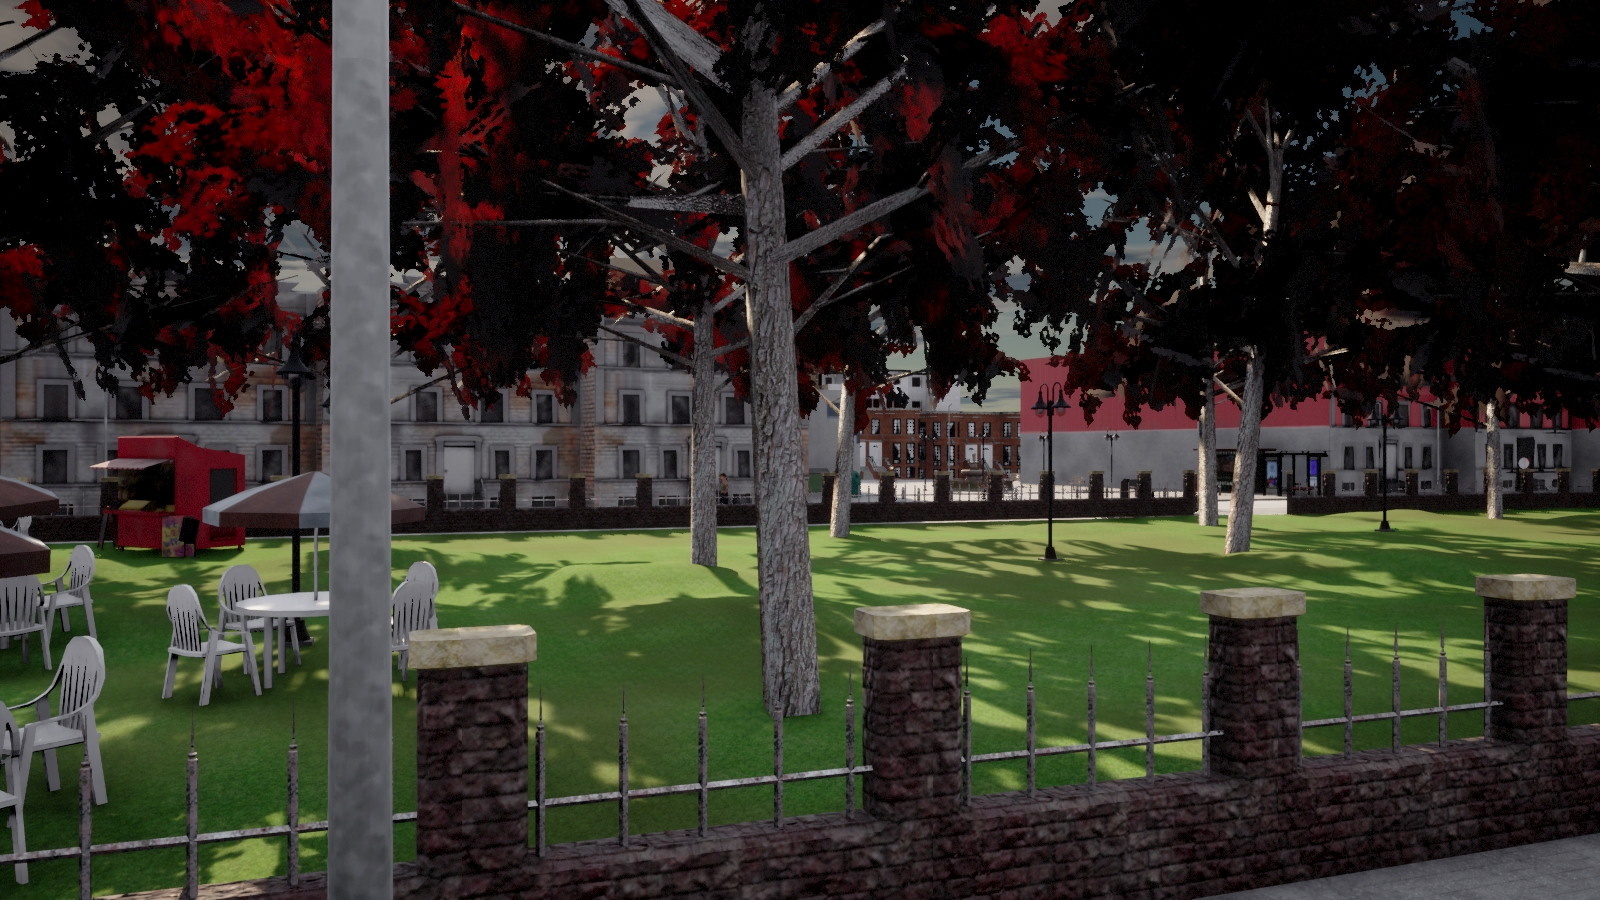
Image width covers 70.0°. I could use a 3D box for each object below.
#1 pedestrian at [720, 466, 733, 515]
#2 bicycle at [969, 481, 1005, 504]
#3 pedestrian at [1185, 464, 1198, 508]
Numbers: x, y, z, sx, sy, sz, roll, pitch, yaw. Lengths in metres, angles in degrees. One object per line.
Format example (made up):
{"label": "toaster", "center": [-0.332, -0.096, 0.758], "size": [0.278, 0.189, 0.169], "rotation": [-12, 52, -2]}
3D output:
{"label": "pedestrian", "center": [-2.792, 1.528, 43.354], "size": [0.375, 1.860, 0.375], "rotation": [0, 0, -31]}
{"label": "bicycle", "center": [9.040, 2.047, 55.325], "size": [1.487, 1.080, 0.859], "rotation": [0, 0, -20]}
{"label": "pedestrian", "center": [16.671, 1.538, 48.627], "size": [0.375, 1.860, 0.375], "rotation": [0, 0, -16]}
